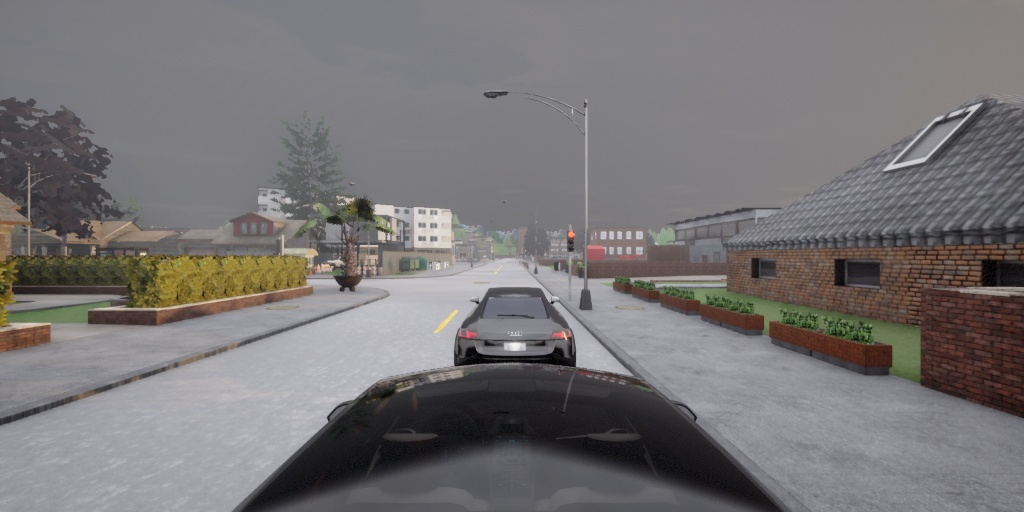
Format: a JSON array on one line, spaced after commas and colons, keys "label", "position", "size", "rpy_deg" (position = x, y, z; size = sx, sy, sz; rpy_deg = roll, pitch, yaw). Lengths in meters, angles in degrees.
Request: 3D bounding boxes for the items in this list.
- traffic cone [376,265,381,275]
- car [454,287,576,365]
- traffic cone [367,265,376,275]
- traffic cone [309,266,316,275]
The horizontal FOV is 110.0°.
[{"label": "traffic cone", "position": [-15.391, 1.557, 40.712], "size": [0.344, 0.586, 0.344], "rpy_deg": [0, 0, 0]}, {"label": "car", "position": [0.059, 1.314, 7.326], "size": [1.994, 1.385, 4.181], "rpy_deg": [0, 0, 0]}, {"label": "traffic cone", "position": [-15.752, 1.561, 40.143], "size": [0.344, 0.586, 0.344], "rpy_deg": [0, 0, 0]}, {"label": "traffic cone", "position": [-19.799, 1.568, 35.259], "size": [0.344, 0.586, 0.344], "rpy_deg": [0, 0, 0]}]
